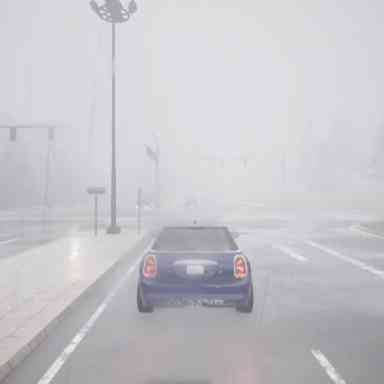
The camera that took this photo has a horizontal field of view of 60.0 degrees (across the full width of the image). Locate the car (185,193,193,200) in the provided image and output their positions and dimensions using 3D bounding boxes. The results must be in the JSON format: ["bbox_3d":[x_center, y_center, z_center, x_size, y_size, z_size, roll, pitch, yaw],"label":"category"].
[{"bbox_3d":[-0.806,1.247,95.518,2.150,2.045,5.566,0,0,-1],"label":"car"}]

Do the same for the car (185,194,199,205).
[{"bbox_3d":[-0.157,1.559,54.659,1.812,1.442,4.674,0,0,-1],"label":"car"}]

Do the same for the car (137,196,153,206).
[{"bbox_3d":[-8.279,1.540,57.002,1.837,1.490,4.892,0,0,-1],"label":"car"}]

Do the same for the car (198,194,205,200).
[{"bbox_3d":[2.694,1.500,95.544,1.882,1.535,5.008,0,0,-1],"label":"car"}]

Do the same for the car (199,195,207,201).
[{"bbox_3d":[2.858,1.565,85.221,1.812,1.442,4.674,0,0,-1],"label":"car"}]

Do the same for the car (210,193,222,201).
[{"bbox_3d":[6.362,1.267,84.949,2.150,2.045,5.566,0,0,-1],"label":"car"}]

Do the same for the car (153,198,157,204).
[{"bbox_3d":[-8.366,1.545,66.211,1.837,1.490,4.892,0,0,0],"label":"car"}]

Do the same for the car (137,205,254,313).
[{"bbox_3d":[0.071,1.357,7.839,2.097,1.767,4.553,0,0,0],"label":"car"}]
